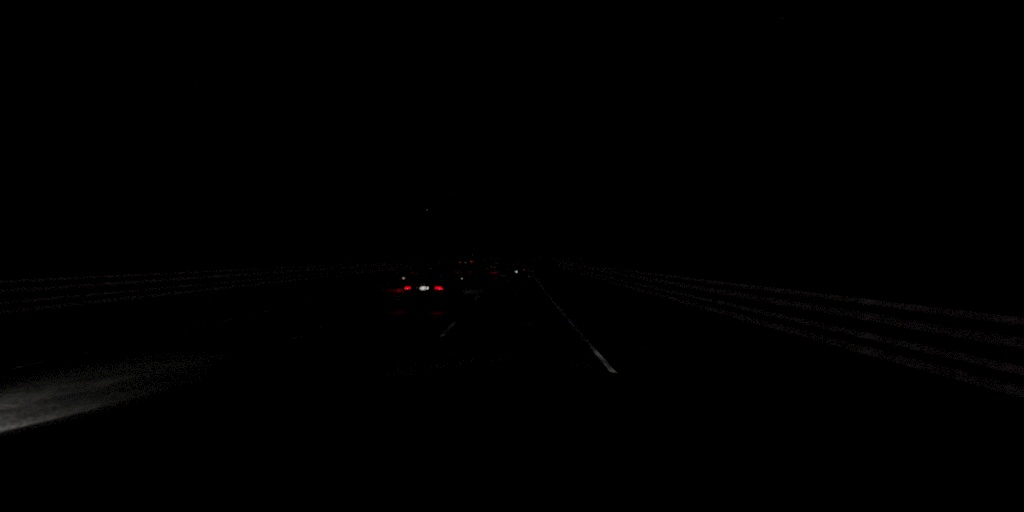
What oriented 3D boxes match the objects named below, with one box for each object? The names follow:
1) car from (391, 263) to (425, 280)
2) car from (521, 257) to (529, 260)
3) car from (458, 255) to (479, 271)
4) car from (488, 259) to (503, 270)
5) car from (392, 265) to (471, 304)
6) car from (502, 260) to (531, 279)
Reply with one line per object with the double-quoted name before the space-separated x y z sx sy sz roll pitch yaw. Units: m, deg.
"car" -6.698 1.210 24.787 1.882 1.535 5.008 0 0 1
"car" 0.870 1.220 45.121 1.882 1.535 5.008 0 0 2
"car" -5.904 0.937 49.354 2.150 2.045 5.566 0 0 3
"car" -2.280 1.230 51.369 1.837 1.490 4.892 0 0 3
"car" -3.380 1.292 16.277 2.033 1.411 5.357 0 0 1
"car" 0.421 1.317 32.473 1.994 1.385 4.181 0 0 2
